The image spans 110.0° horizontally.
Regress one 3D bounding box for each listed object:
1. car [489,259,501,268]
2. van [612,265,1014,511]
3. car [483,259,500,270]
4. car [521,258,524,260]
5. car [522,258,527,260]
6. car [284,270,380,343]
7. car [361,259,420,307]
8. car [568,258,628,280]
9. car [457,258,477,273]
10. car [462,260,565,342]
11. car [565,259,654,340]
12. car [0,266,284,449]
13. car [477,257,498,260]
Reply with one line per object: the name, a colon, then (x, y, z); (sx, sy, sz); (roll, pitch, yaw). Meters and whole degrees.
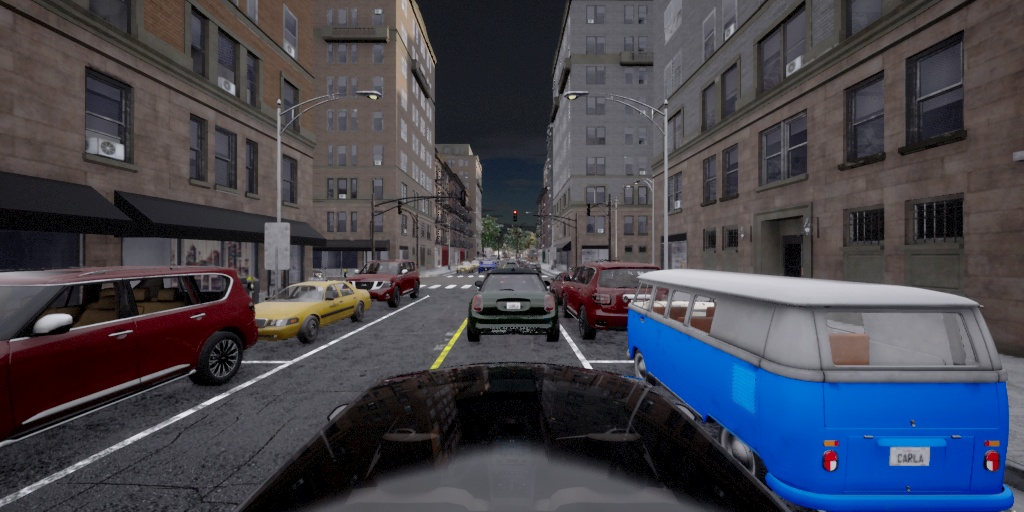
car: (-2.944, 1.315, 62.851); (1.994, 1.385, 4.181); (0, 0, 0)
van: (2.633, 1.091, 4.226); (1.690, 1.789, 3.998); (0, 0, 0)
car: (-2.949, 1.241, 52.791); (2.128, 1.511, 4.902); (0, 0, 0)
car: (2.541, 1.294, 48.074); (1.888, 1.381, 4.507); (0, 0, 0)
car: (2.552, 1.300, 42.593); (2.007, 1.370, 4.403); (0, 0, 0)
car: (-5.416, 1.275, 9.719); (1.751, 1.417, 4.829); (0, 0, 0)
car: (-5.429, 1.064, 15.568); (2.192, 1.841, 5.009); (0, 0, 0)
car: (7.226, 1.062, 30.450); (4.553, 1.767, 2.097); (0, 0, -5)
car: (-5.501, 1.274, 42.405); (1.751, 1.417, 4.829); (0, 0, 0)
car: (0.017, 1.102, 9.940); (2.097, 1.767, 4.553); (0, 0, 0)
car: (2.621, 1.065, 9.905); (2.192, 1.841, 5.009); (0, 0, 0)
car: (-5.403, 1.065, 4.212); (2.192, 1.841, 5.009); (0, 0, 0)
car: (-2.930, 1.227, 42.824); (1.882, 1.535, 5.008); (0, 0, 0)
